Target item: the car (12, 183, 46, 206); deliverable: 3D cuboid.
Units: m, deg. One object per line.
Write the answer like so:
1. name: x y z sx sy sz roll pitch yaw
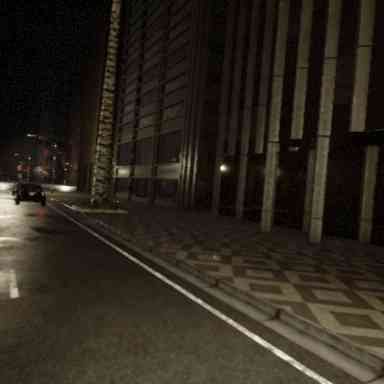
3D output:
1. car: -13.039 0.072 26.782 2.097 1.767 4.553 4 0 -30
